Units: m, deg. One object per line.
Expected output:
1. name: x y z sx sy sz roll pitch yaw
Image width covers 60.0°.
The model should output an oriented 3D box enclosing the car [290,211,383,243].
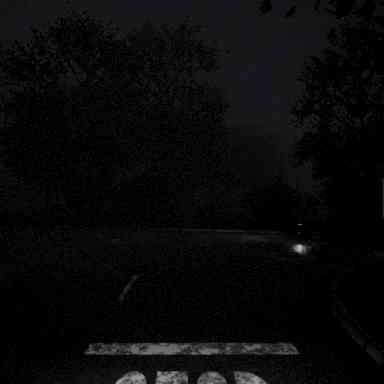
1. car: 7.650 1.702 17.180 5.008 1.535 1.882 2 -1 0
